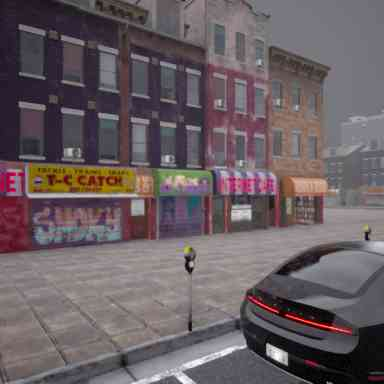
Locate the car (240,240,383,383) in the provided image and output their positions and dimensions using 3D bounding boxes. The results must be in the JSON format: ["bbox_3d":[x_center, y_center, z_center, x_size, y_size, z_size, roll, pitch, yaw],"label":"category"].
[{"bbox_3d":[2.891,1.505,5.009,4.892,1.490,1.837,0,0,-35],"label":"car"}]
